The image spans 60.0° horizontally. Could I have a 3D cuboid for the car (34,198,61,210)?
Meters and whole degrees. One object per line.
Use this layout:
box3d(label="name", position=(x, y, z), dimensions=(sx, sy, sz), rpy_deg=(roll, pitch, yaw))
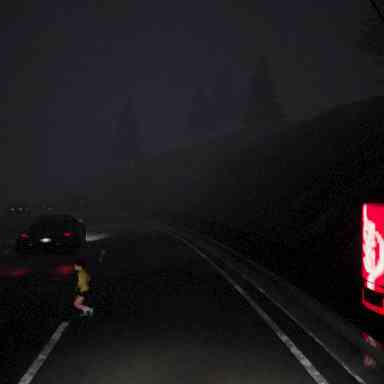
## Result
box3d(label="car", position=(-16.940, 1.599, 38.193), dimensions=(1.895, 1.301, 4.718), rpy_deg=(0, 0, -37))

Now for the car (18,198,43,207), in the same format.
box3d(label="car", position=(-25.481, 1.599, 52.336), dimensions=(4.718, 1.301, 1.895), rpy_deg=(0, 0, 42))

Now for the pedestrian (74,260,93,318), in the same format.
box3d(label="pedestrian", position=(-1.949, 1.674, 5.945), dimensions=(0.500, 1.100, 0.500), rpy_deg=(0, 0, -7))

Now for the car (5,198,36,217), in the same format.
box3d(label="car", position=(-16.397, 1.546, 31.272), dimensions=(2.033, 1.411, 5.357), rpy_deg=(0, 0, -32))

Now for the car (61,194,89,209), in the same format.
box3d(label="car", position=(-14.427, 1.221, 40.591), dimensions=(2.150, 2.045, 5.566), rpy_deg=(0, 0, -38))

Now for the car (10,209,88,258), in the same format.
box3d(label="car", position=(-5.293, 1.563, 12.905), dimensions=(1.994, 1.385, 4.181), rpy_deg=(0, 0, -13))

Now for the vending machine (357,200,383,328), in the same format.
box3d(label="vending machine", position=(3.675, 1.195, 5.814), dimensions=(1.100, 2.100, 0.880), rpy_deg=(0, 0, -6))
